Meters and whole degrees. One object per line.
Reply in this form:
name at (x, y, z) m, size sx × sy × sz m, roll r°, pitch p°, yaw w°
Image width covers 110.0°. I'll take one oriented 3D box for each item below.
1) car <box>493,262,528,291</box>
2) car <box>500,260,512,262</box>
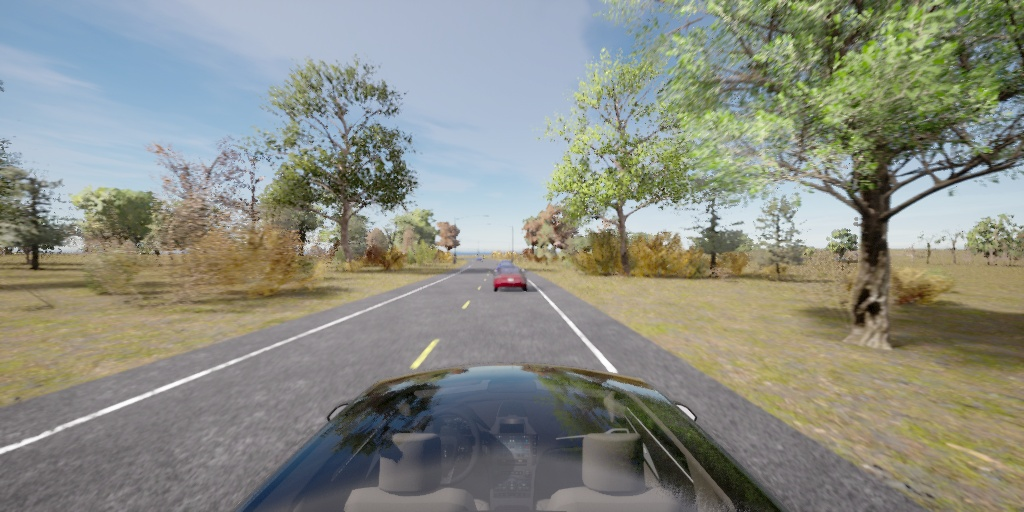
car at (-0.144, 1.264, 21.653) m, size 1.994 × 1.385 × 4.181 m, roll 0°, pitch 0°, yaw -2°
car at (-0.635, 1.183, 37.239) m, size 1.812 × 1.442 × 4.674 m, roll 0°, pitch 0°, yaw -2°
